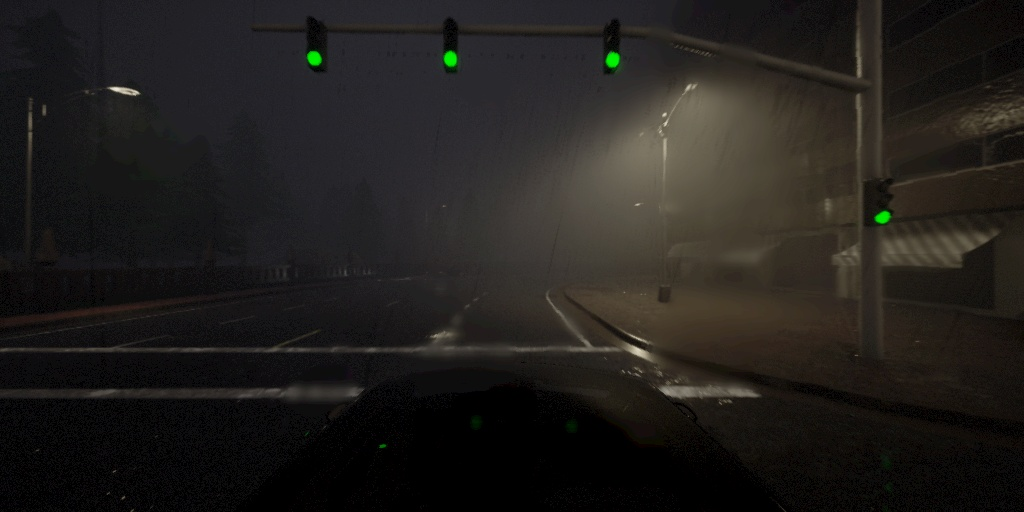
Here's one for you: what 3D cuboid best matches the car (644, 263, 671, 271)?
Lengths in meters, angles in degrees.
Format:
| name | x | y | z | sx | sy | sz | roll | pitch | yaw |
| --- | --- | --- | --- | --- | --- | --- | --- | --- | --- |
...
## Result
| name | x | y | z | sx | sy | sz | roll | pitch | yaw |
| --- | --- | --- | --- | --- | --- | --- | --- | --- | --- |
| car | 25.029 | 1.842 | 60.022 | 5.357 | 1.411 | 2.033 | 0 | -1 | -6 |

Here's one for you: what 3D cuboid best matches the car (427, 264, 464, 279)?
| name | x | y | z | sx | sy | sz | roll | pitch | yaw |
| --- | --- | --- | --- | --- | --- | --- | --- | --- | --- |
| car | -6.613 | 1.589 | 36.341 | 1.837 | 1.490 | 4.892 | 0 | 1 | 22 |
